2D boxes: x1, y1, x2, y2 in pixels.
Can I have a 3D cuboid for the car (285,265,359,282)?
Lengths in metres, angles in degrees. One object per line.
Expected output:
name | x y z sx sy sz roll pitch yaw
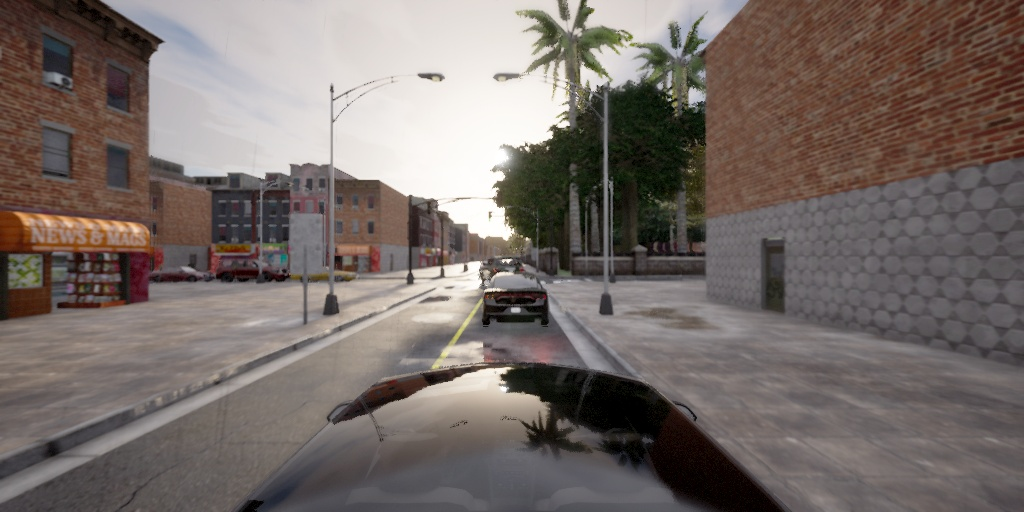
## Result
car | -14.443 1.351 27.834 4.829 1.417 1.751 0 0 0

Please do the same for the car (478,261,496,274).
car | -2.863 1.359 42.704 1.812 1.442 4.674 0 0 0

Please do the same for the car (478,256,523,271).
car | -0.688 1.014 23.961 2.150 2.045 5.566 0 0 -12

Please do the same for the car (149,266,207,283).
car | -25.517 1.435 27.819 4.207 1.307 1.802 0 0 0

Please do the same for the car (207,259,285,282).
car | -20.065 1.154 27.827 5.009 1.841 2.192 0 0 0

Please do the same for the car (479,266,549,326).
car | 0.096 1.243 11.718 1.882 1.535 5.008 0 0 0
